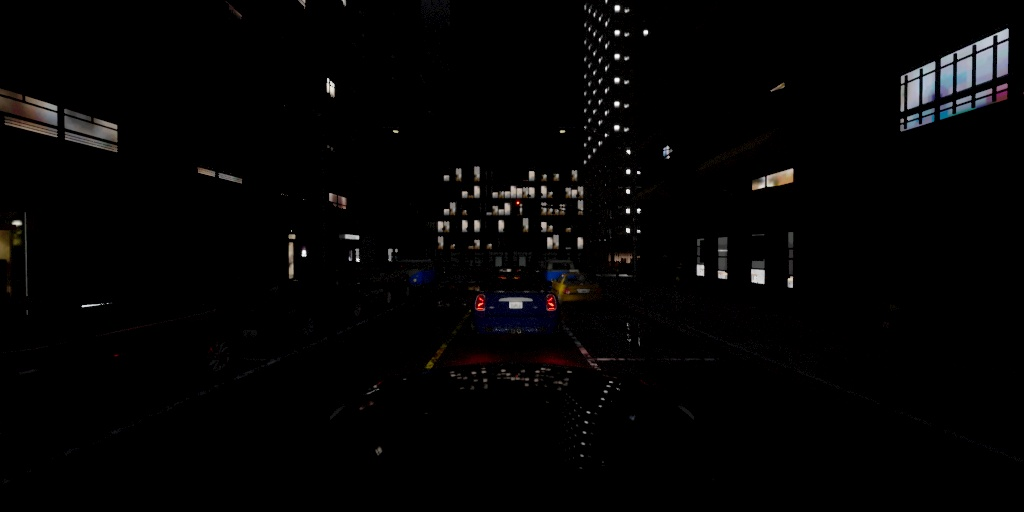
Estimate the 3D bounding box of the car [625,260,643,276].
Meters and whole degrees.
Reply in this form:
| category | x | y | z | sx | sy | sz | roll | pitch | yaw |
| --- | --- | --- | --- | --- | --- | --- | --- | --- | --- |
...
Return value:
| category | x | y | z | sx | sy | sz | roll | pitch | yaw |
| --- | --- | --- | --- | --- | --- | --- | --- | --- | --- |
| car | 14.674 | 1.369 | 37.890 | 4.181 | 1.385 | 1.994 | 0 | 1 | 0 |

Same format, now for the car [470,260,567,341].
| category | x | y | z | sx | sy | sz | roll | pitch | yaw |
| --- | --- | --- | --- | --- | --- | --- | --- | --- | --- |
| car | 0.085 | 1.100 | 10.014 | 2.097 | 1.767 | 4.553 | 0 | 0 | 0 |

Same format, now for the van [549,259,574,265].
| category | x | y | z | sx | sy | sz | roll | pitch | yaw |
| --- | --- | --- | --- | --- | --- | --- | --- | --- | --- |
| van | 2.689 | 1.086 | 21.148 | 1.690 | 1.789 | 3.998 | 0 | 0 | 0 |

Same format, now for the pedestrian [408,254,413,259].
| category | x | y | z | sx | sy | sz | roll | pitch | yaw |
| --- | --- | --- | --- | --- | --- | --- | --- | --- | --- |
| pedestrian | -12.394 | 0.635 | 43.577 | 0.375 | 1.860 | 0.375 | 0 | 1 | 0 |

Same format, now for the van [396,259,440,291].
| category | x | y | z | sx | sy | sz | roll | pitch | yaw |
| --- | --- | --- | --- | --- | --- | --- | --- | --- | --- |
| van | -5.692 | 1.086 | 21.176 | 1.690 | 1.789 | 3.998 | 0 | 0 | 0 |

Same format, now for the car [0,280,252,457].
| category | x | y | z | sx | sy | sz | roll | pitch | yaw |
| --- | --- | --- | --- | --- | --- | --- | --- | --- | --- |
| car | -5.691 | 1.189 | 4.371 | 1.967 | 1.591 | 4.097 | 0 | 0 | 0 |

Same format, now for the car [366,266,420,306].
| category | x | y | z | sx | sy | sz | roll | pitch | yaw |
| --- | --- | --- | --- | --- | --- | --- | --- | --- | --- |
| car | -5.691 | 1.297 | 15.574 | 2.007 | 1.370 | 4.403 | 0 | 0 | 0 |

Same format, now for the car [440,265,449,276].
| category | x | y | z | sx | sy | sz | roll | pitch | yaw |
| --- | --- | --- | --- | --- | --- | --- | --- | --- | --- |
| car | -8.450 | 1.082 | 34.823 | 4.553 | 1.767 | 2.097 | 0 | 1 | 0 |

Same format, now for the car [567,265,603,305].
| category | x | y | z | sx | sy | sz | roll | pitch | yaw |
| --- | --- | --- | --- | --- | --- | --- | --- | --- | --- |
| car | 2.690 | 1.272 | 15.716 | 1.751 | 1.417 | 4.829 | 0 | 0 | 0 |

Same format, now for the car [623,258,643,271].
| category | x | y | z | sx | sy | sz | roll | pitch | yaw |
| --- | --- | --- | --- | --- | --- | --- | --- | --- | --- |
| car | 15.232 | 1.087 | 40.487 | 5.009 | 1.841 | 2.192 | 0 | 0 | 0 |

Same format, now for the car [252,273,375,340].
| category | x | y | z | sx | sy | sz | roll | pitch | yaw |
| --- | --- | --- | --- | --- | --- | --- | --- | --- | --- |
| car | -5.691 | 1.314 | 9.972 | 1.948 | 1.339 | 4.313 | 0 | 0 | 0 |
